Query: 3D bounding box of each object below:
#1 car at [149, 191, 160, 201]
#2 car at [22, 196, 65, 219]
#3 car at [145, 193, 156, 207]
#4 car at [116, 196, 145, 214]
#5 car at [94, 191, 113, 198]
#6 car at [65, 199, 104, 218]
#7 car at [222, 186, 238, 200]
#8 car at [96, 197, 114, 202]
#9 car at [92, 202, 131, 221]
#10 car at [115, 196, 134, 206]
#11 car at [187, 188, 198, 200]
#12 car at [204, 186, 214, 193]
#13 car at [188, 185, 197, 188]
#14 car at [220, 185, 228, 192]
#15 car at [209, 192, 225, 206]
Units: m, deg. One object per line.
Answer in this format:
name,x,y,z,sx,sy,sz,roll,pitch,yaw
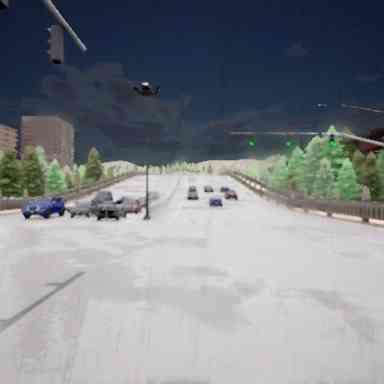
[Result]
car,-6.967,0.648,59.982,2.128,1.511,4.902,0,6,1
car,-14.098,1.449,32.132,2.150,2.045,5.566,0,0,0
car,-7.075,1.451,49.022,2.128,1.511,4.902,0,3,0
car,-7.091,1.602,38.648,2.097,1.767,4.553,0,0,0
car,-14.042,0.966,52.723,2.150,2.045,5.566,0,4,1
car,-10.588,1.736,33.187,1.837,1.490,4.892,0,0,0
car,7.170,0.366,61.325,2.097,1.767,4.553,0,6,0
car,-10.591,1.768,42.082,1.994,1.385,4.181,0,1,-1
car,-7.098,1.811,29.837,1.895,1.301,4.718,0,0,0
car,-10.542,1.374,52.298,1.895,1.301,4.718,0,4,1
car,0.169,0.620,60.966,1.994,1.385,4.181,0,6,0
car,3.630,-0.724,72.510,1.994,1.385,4.181,0,7,0
car,0.128,-0.706,72.275,2.033,1.411,5.357,0,7,0
car,7.128,-0.768,72.230,1.882,1.535,5.008,0,7,0
car,3.622,1.290,51.642,1.882,1.535,5.008,0,4,0
